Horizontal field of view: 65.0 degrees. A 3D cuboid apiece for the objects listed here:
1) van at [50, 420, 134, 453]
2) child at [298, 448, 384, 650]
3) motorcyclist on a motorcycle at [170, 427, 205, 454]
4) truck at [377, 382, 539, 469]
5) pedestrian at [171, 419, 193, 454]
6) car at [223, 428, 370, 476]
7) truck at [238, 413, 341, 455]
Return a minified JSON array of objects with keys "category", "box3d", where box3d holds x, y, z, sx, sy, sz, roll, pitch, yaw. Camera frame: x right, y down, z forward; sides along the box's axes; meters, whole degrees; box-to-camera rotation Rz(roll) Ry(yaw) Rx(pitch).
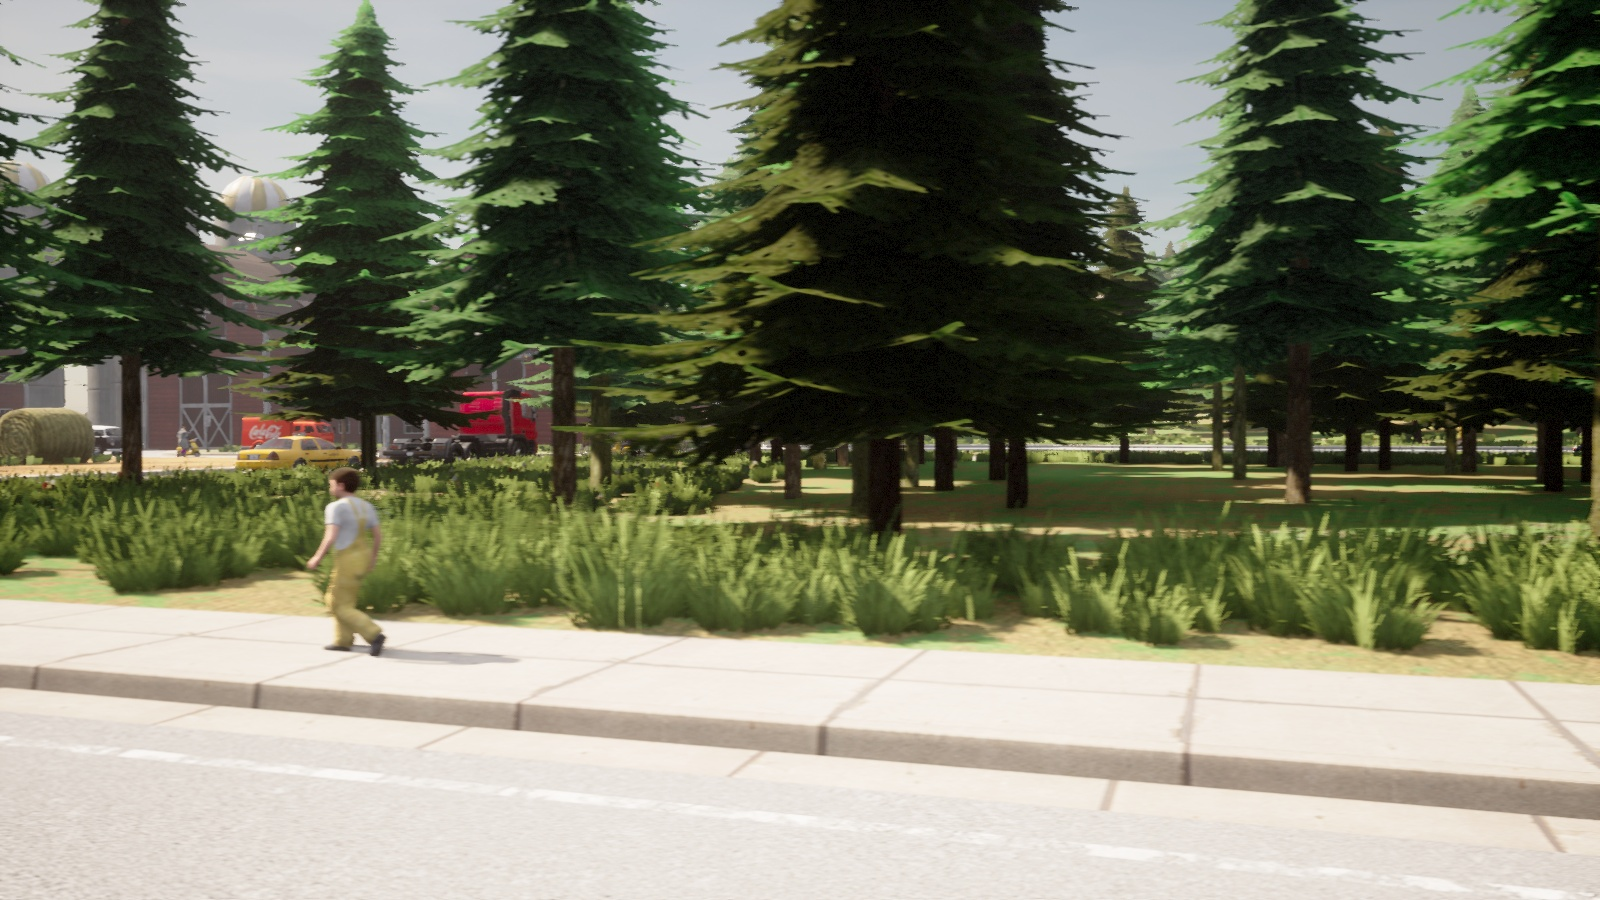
[{"category":"van","box3d":[-44.599,-0.873,79.100,4.480,2.038,2.069,0,1,17]},{"category":"child","box3d":[-2.936,0.619,8.044,0.437,1.263,0.270,0,1,17]},{"category":"motorcyclist on a motorcycle","box3d":[-37.587,-0.584,77.022,1.817,1.590,0.866,0,1,17]},{"category":"truck","box3d":[-14.527,-1.046,54.185,2.891,3.462,7.936,0,1,18]},{"category":"pedestrian","box3d":[-35.093,-0.775,71.295,0.659,1.952,0.873,1,1,23]},{"category":"car","box3d":[-17.651,0.021,44.349,1.801,1.575,5.366,0,1,18]},{"category":"truck","box3d":[-30.431,-0.969,74.890,5.204,2.467,2.627,0,1,17]}]
